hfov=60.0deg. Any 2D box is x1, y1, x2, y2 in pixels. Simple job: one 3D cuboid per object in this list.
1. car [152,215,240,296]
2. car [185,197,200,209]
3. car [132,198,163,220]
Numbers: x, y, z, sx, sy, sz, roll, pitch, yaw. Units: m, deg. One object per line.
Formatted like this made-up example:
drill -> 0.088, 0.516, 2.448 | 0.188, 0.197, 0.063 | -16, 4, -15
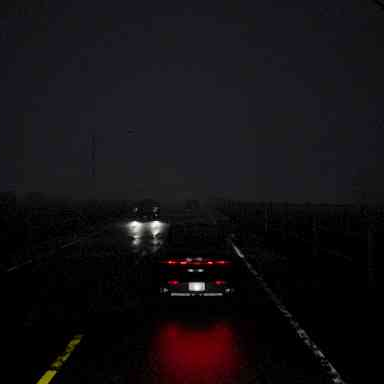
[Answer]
car -> 0.092, 1.503, 8.607 | 1.837, 1.490, 4.892 | 0, 0, 0
car -> 0.061, 1.484, 45.376 | 2.128, 1.511, 4.902 | 0, 0, 0
car -> -3.622, 1.346, 27.822 | 2.097, 1.767, 4.553 | 0, 0, 0
